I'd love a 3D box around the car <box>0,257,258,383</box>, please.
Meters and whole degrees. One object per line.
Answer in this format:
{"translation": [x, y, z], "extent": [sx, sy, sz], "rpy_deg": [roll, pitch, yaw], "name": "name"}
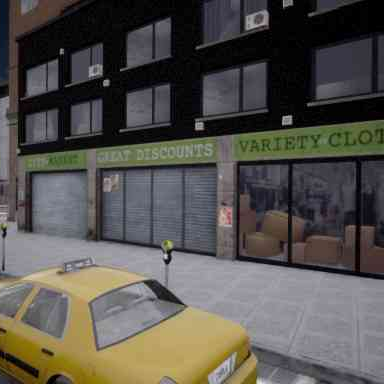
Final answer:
{"translation": [-1.615, 1.524, 4.240], "extent": [4.829, 1.417, 1.752], "rpy_deg": [0, 1, 35], "name": "car"}
